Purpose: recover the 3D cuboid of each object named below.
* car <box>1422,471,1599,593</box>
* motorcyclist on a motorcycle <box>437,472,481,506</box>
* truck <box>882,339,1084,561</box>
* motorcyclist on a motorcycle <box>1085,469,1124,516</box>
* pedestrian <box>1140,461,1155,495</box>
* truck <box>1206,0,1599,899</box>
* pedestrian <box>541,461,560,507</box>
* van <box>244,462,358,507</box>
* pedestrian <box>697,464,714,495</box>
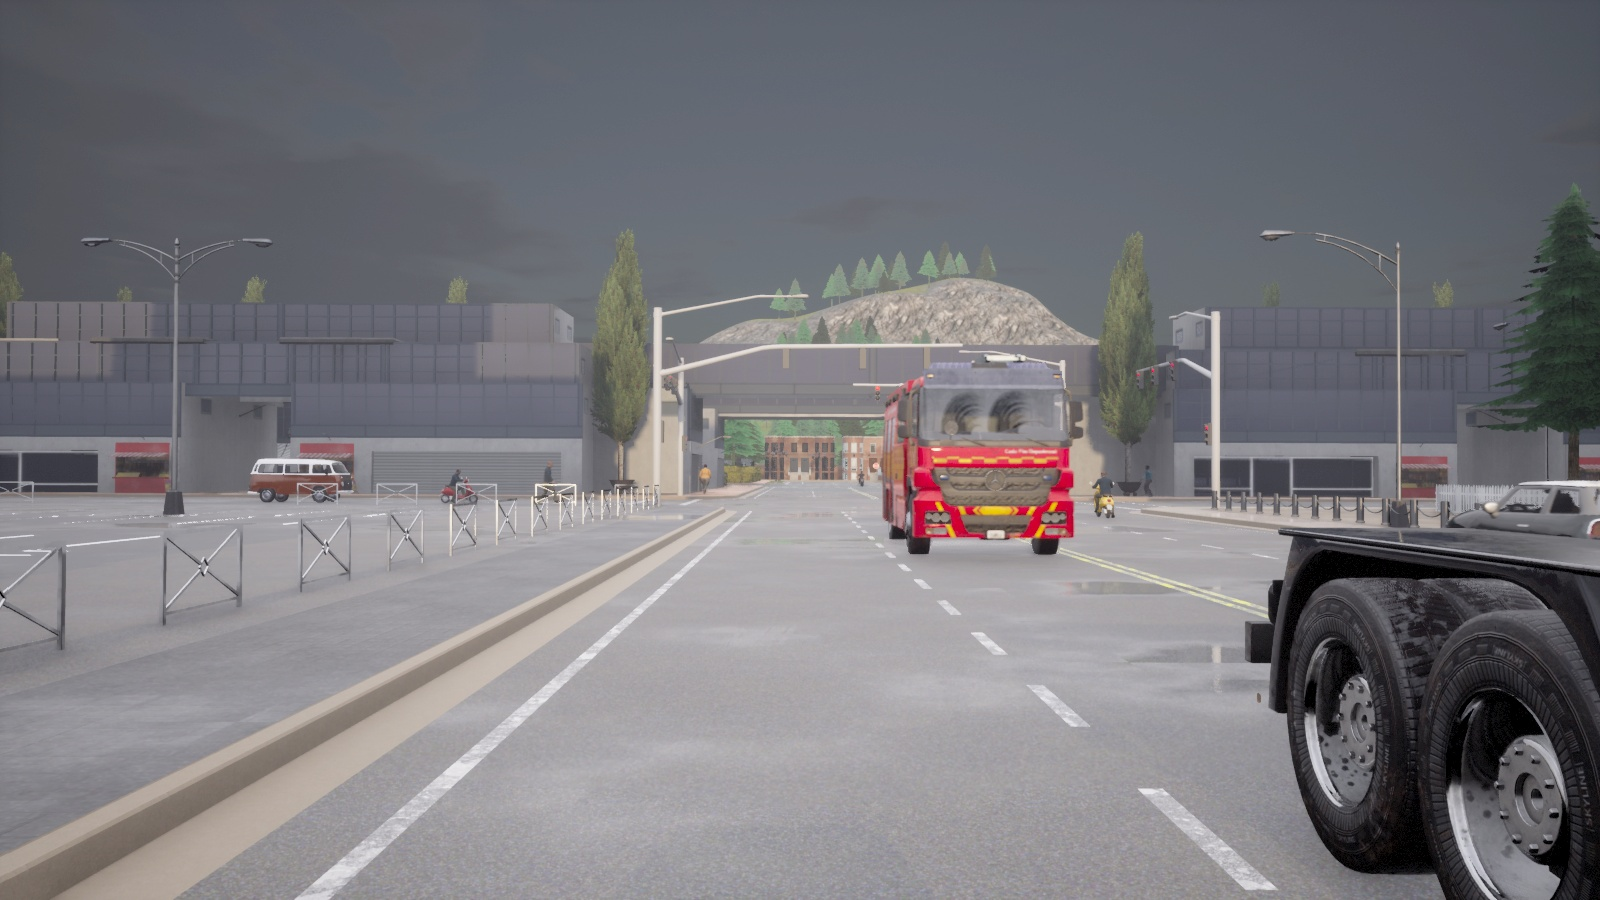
[{"bbox_3d":[10.462,1.026,17.193,1.970,1.475,3.806,0,-1,0],"label":"car"},{"bbox_3d":[-15.840,1.808,58.317,1.817,1.590,0.866,0,-1,1],"label":"motorcyclist on a motorcycle"},{"bbox_3d":[3.437,0.071,25.955,2.891,3.827,8.468,0,-1,0],"label":"truck"},{"bbox_3d":[10.405,1.447,43.000,0.866,1.590,1.817,0,-1,0],"label":"motorcyclist on a motorcycle"},{"bbox_3d":[19.707,1.588,71.239,0.692,1.930,0.396,0,-1,-13],"label":"pedestrian"},{"bbox_3d":[3.496,-0.142,2.332,2.891,3.462,7.936,0,-1,0],"label":"truck"},{"bbox_3d":[-10.047,1.361,50.603,0.726,1.842,0.402,0,-1,-3],"label":"pedestrian"},{"bbox_3d":[-23.202,1.611,58.494,4.480,2.038,2.069,0,-1,1],"label":"van"},{"bbox_3d":[-5.689,1.763,75.651,0.874,1.855,0.900,0,-1,4],"label":"pedestrian"}]
